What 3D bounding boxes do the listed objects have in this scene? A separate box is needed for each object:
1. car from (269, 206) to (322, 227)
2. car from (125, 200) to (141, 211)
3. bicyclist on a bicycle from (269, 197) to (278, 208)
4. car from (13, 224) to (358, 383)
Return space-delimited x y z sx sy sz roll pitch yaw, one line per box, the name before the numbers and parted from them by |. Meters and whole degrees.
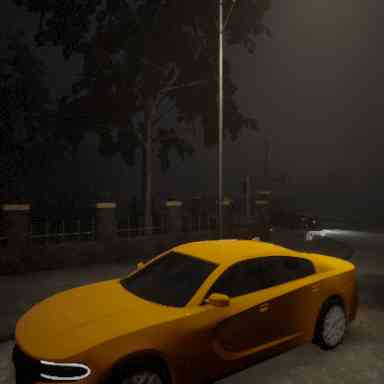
car | 5.941 1.560 20.939 1.994 1.385 4.181 0 0 -36
car | -6.043 1.561 37.785 1.994 1.385 4.181 0 0 -35
bicyclist on a bicycle | 7.994 1.344 32.513 1.656 1.620 0.582 0 0 -36
car | 0.310 1.477 4.684 5.008 1.535 1.882 0 0 -34
